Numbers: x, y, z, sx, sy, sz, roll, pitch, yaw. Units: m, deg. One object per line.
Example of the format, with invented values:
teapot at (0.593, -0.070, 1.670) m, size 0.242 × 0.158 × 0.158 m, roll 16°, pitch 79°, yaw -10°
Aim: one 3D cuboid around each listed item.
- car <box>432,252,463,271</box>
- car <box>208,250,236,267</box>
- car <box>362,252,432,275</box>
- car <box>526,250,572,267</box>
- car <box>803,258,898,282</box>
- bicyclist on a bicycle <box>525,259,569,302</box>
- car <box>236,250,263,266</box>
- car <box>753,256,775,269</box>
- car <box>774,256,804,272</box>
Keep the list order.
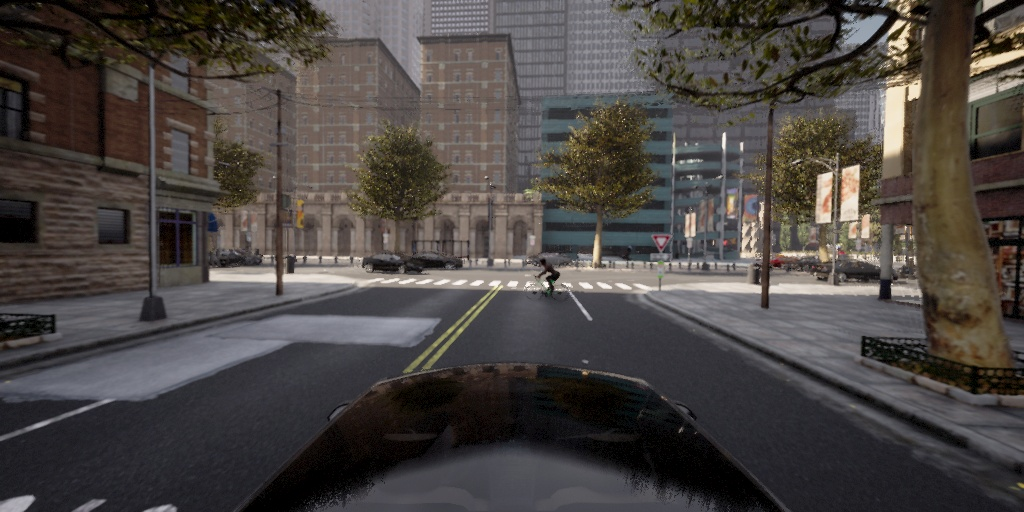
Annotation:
car at (-6.735, 0.417, 30.954) m, size 5.008 × 1.535 × 1.882 m, roll 1°, pitch 1°, yaw 5°
car at (-25.623, 0.212, 29.064) m, size 4.892 × 1.490 × 1.837 m, roll 1°, pitch 1°, yaw 5°
car at (-8.671, 0.502, 26.290) m, size 5.008 × 1.535 × 1.882 m, roll 2°, pitch 1°, yaw 25°
car at (3.932, 0.410, 38.272) m, size 4.902 × 1.511 × 2.128 m, roll 1°, pitch 1°, yaw 5°
car at (23.619, 1.040, 24.854) m, size 4.892 × 1.490 × 1.837 m, roll 1°, pitch 1°, yaw 5°
bicyclist on a bicycle at (1.325, 0.934, 13.563) m, size 1.656 × 1.620 × 0.582 m, roll 1°, pitch 1°, yaw 4°
car at (-25.214, 0.155, 32.543) m, size 4.674 × 1.442 × 1.812 m, roll 1°, pitch 1°, yaw 5°
car at (29.474, 0.741, 39.584) m, size 5.008 × 1.535 × 1.882 m, roll 1°, pitch 1°, yaw 5°
car at (29.717, 0.878, 36.046) m, size 4.674 × 1.442 × 1.812 m, roll 1°, pitch 1°, yaw 5°
